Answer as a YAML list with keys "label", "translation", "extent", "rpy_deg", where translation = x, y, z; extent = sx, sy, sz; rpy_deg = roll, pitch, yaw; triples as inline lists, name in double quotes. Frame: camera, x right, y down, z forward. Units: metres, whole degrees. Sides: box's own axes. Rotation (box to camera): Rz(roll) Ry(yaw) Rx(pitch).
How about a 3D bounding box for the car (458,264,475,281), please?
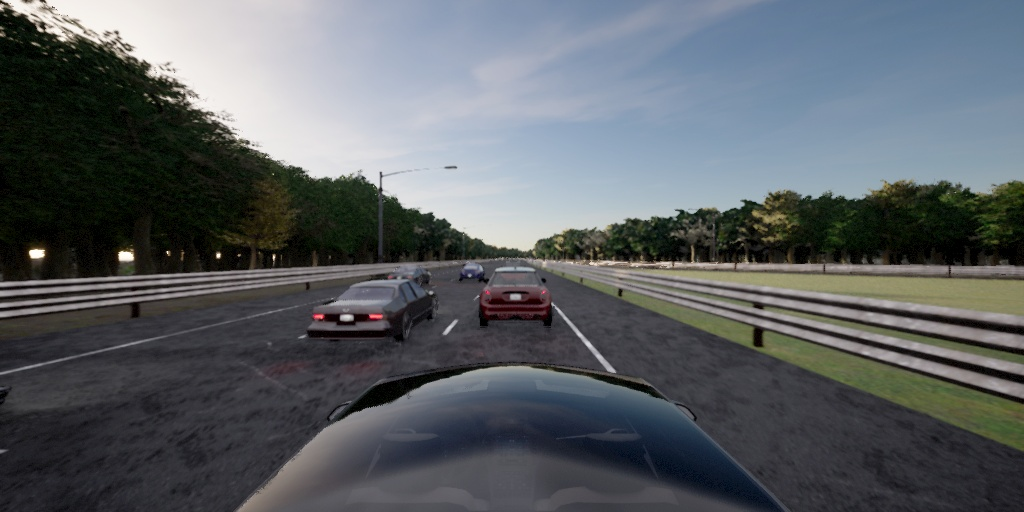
- label: "car"
  translation: [-3.393, 1.389, 31.095]
  extent: [1.812, 1.442, 4.674]
  rpy_deg: [2, 0, 0]

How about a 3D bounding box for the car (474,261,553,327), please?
- label: "car"
  translation: [0.097, 1.144, 11.908]
  extent: [2.097, 1.767, 4.553]
  rpy_deg: [0, 0, 0]

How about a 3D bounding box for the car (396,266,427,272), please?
- label: "car"
  translation: [-6.901, 1.390, 24.616]
  extent: [2.033, 1.411, 5.357]
  rpy_deg: [1, 0, 0]

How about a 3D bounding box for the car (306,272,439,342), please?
- label: "car"
  translation: [-3.403, 1.330, 9.891]
  extent: [2.033, 1.411, 5.357]
  rpy_deg: [0, 0, 0]

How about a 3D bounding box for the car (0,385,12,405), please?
- label: "car"
  translation: [-6.901, 1.298, 1.729]
  extent: [2.033, 1.411, 5.357]
  rpy_deg: [0, 0, 0]
